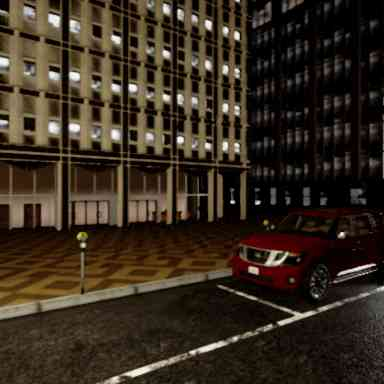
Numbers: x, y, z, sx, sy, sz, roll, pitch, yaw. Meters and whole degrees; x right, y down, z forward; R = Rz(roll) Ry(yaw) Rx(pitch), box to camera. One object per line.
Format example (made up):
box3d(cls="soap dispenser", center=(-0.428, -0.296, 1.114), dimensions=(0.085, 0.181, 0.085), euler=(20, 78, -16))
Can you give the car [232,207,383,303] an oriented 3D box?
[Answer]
box3d(cls="car", center=(3.353, 1.347, 8.494), dimensions=(5.009, 1.841, 2.192), euler=(0, 0, -35))
